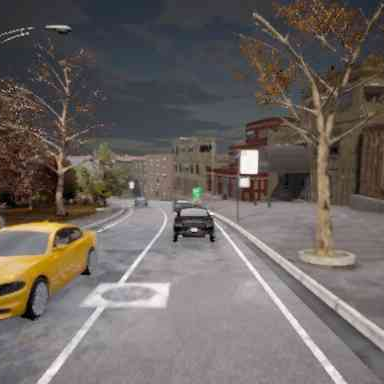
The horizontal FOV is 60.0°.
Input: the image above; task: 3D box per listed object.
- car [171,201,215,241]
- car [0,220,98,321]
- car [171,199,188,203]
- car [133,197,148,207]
[{"bbox_3d":[0.062,1.447,16.644,1.882,1.535,5.008,0,0,-1],"label":"car"},{"bbox_3d":[-3.613,1.464,7.508,1.882,1.535,5.008,0,0,0],"label":"car"},{"bbox_3d":[-1.123,1.446,34.722,1.812,1.442,4.674,-1,0,-7],"label":"car"},{"bbox_3d":[-7.795,1.514,50.636,1.812,1.442,4.674,-1,0,-13],"label":"car"}]
